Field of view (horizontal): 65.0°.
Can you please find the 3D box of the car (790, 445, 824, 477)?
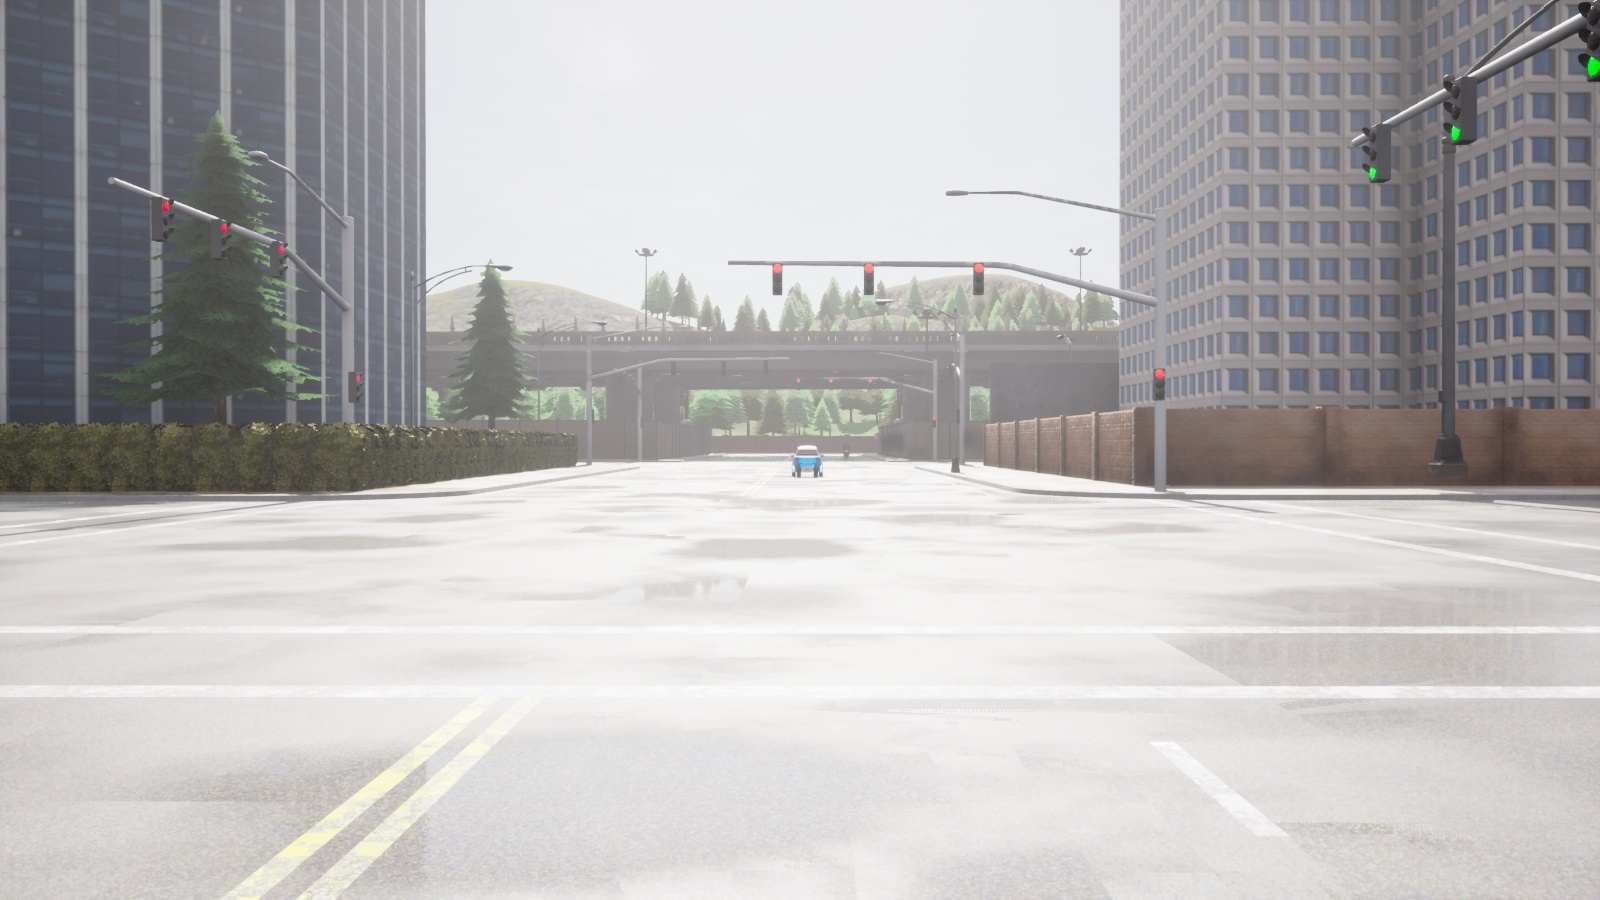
[{"bbox_3d":[0.323,0.488,55.558,1.481,1.376,2.207,0,1,0],"label":"car"}]
